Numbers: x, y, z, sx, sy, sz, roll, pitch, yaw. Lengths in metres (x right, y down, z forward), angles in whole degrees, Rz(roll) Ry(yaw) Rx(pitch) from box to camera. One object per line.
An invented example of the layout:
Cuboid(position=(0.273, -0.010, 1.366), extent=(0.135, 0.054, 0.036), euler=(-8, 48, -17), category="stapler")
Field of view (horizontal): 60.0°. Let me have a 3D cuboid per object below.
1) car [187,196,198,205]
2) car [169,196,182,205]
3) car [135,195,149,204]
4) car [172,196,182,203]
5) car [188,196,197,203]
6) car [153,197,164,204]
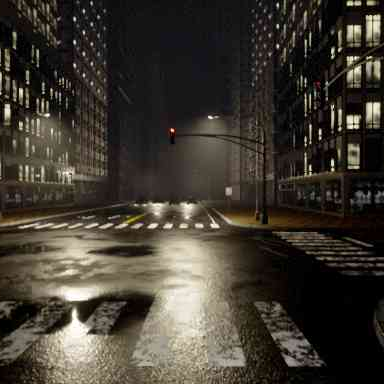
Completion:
Cuboid(position=(0.064, 1.631, 60.140), extent=(2.033, 1.411, 5.357), euler=(0, 0, 0), category="car")
Cuboid(position=(-3.187, 1.630, 59.727), extent=(2.033, 1.411, 5.357), euler=(0, 0, 0), category="car")
Cuboid(position=(-9.682, 1.450, 64.349), extent=(2.097, 1.767, 4.553), euler=(0, 0, 0), category="car")
Cuboid(position=(-3.176, 1.502, 70.145), extent=(1.994, 1.385, 4.181), euler=(0, 0, 0), category="car")
Cuboid(position=(0.075, 1.563, 70.588), extent=(1.895, 1.301, 4.718), euler=(0, 0, 0), category="car")
Cuboid(position=(-6.432, 1.661, 64.315), extent=(1.994, 1.385, 4.181), euler=(0, 0, 0), category="car")
